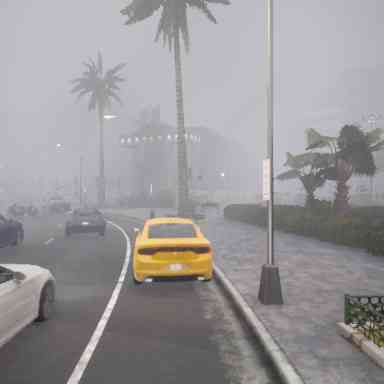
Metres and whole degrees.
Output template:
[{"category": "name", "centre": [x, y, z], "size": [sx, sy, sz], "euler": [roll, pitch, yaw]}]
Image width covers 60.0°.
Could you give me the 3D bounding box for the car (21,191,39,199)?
[{"category": "car", "centre": [-33.931, 1.226, 68.961], "size": [4.553, 1.767, 2.185], "euler": [0, 0, 24]}]

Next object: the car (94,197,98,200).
[{"category": "car", "centre": [-26.644, 1.554, 85.529], "size": [4.718, 1.301, 1.895], "euler": [0, 0, 24]}]

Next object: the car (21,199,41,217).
[{"category": "car", "centre": [-15.420, 1.588, 30.072], "size": [1.895, 1.301, 4.718], "euler": [0, 0, -35]}]

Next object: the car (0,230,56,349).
[{"category": "car", "centre": [-3.330, 1.523, 4.192], "size": [1.812, 1.442, 4.674], "euler": [0, 0, -3]}]

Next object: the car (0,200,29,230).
[{"category": "car", "centre": [-7.875, 1.346, 12.143], "size": [2.097, 1.767, 4.553], "euler": [0, 0, -11]}]

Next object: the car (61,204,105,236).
[{"category": "car", "centre": [-5.965, 1.560, 18.689], "size": [1.994, 1.385, 4.181], "euler": [0, 0, -17]}]

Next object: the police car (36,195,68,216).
[{"category": "police car", "centre": [-13.718, 1.414, 33.243], "size": [1.930, 1.638, 5.238], "euler": [0, 0, -37]}]

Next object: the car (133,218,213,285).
[{"category": "car", "centre": [-0.674, 1.477, 9.661], "size": [1.882, 1.535, 5.008], "euler": [0, 0, -7]}]
